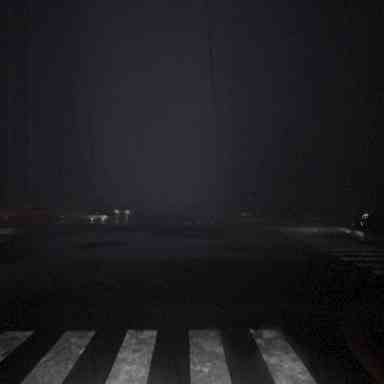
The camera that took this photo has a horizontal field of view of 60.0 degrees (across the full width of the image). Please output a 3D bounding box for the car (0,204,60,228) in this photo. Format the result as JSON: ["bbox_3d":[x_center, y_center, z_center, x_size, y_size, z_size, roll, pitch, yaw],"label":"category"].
[{"bbox_3d":[-12.143,1.697,24.596,1.882,1.535,5.008,1,-1,26],"label":"car"}]

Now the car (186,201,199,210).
[{"bbox_3d":[0.031,2.117,52.154,1.994,1.385,4.181,0,-1,0],"label":"car"}]

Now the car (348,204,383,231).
[{"bbox_3d":[12.568,1.524,21.404,4.553,1.767,2.097,0,-1,0],"label":"car"}]

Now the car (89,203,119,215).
[{"bbox_3d":[-10.646,1.971,39.788,2.033,1.411,5.357,0,-1,0],"label":"car"}]

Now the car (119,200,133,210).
[{"bbox_3d":[-10.616,2.065,52.751,1.837,1.490,4.892,0,-1,1],"label":"car"}]
